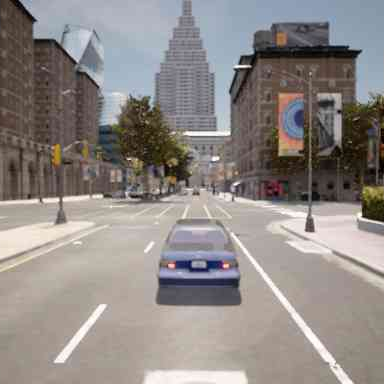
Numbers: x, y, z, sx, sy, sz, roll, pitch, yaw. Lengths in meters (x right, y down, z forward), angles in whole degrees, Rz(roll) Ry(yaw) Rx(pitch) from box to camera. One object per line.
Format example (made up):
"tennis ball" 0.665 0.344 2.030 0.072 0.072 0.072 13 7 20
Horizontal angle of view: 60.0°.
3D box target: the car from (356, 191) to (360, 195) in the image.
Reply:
"car" 35.356 0.501 70.581 2.231 1.521 4.892 0 1 1

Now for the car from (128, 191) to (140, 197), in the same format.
"car" -13.971 0.455 79.971 1.994 1.385 4.181 0 1 1

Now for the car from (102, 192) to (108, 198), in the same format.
"car" -17.353 0.637 69.878 1.895 1.301 4.718 0 1 1

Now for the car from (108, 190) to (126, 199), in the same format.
"car" -14.190 0.466 64.595 2.097 1.767 4.553 0 1 1

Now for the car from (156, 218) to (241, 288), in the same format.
"car" 0.176 1.422 8.981 2.033 1.411 5.357 0 1 1

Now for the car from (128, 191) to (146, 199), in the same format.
"car" -10.690 0.715 64.518 1.895 1.301 4.718 0 1 1

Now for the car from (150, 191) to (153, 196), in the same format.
"car" -10.471 0.497 79.937 1.895 1.301 4.718 0 1 1

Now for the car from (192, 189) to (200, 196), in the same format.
"car" 1.163 0.110 90.049 2.097 1.767 4.553 0 1 1

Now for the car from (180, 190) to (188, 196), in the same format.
"car" -2.336 0.279 90.127 1.812 1.442 4.674 0 1 1
